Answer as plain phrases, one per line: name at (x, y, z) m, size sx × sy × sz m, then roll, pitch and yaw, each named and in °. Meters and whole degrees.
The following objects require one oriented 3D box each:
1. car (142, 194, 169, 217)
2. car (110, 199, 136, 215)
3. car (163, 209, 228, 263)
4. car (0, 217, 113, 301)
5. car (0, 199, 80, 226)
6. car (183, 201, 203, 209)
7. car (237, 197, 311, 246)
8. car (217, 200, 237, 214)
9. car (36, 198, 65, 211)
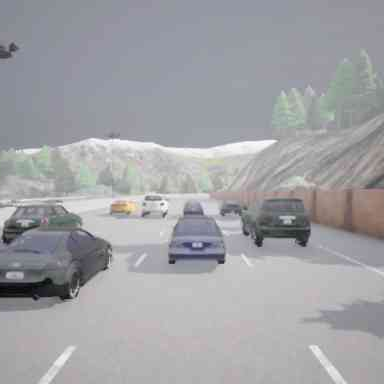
car at (-3.384, 1.216, 31.199) m, size 2.150 × 2.045 × 5.566 m, roll 0°, pitch 0°, yaw -1°
car at (-6.926, 1.466, 33.660) m, size 1.882 × 1.535 × 5.008 m, roll 0°, pitch 0°, yaw -1°
car at (0.158, 1.548, 11.931) m, size 2.033 × 1.411 × 5.357 m, roll 0°, pitch 0°, yaw 0°
car at (-3.366, 1.558, 8.359) m, size 1.994 × 1.385 × 4.181 m, roll 0°, pitch 0°, yaw 0°
car at (-6.820, 1.341, 15.732) m, size 2.097 × 1.767 × 4.553 m, roll 0°, pitch 0°, yaw 0°
car at (0.085, 1.564, 32.775) m, size 1.994 × 1.385 × 4.181 m, roll 0°, pitch 0°, yaw -1°
car at (3.679, 1.228, 15.440) m, size 2.150 × 2.045 × 5.566 m, roll 0°, pitch 0°, yaw 0°
car at (3.598, 1.511, 32.115) m, size 1.837 × 1.490 × 4.892 m, roll 0°, pitch 0°, yaw -1°
car at (-17.747, 1.534, 41.960) m, size 1.994 × 1.385 × 4.181 m, roll 0°, pitch 0°, yaw -1°
